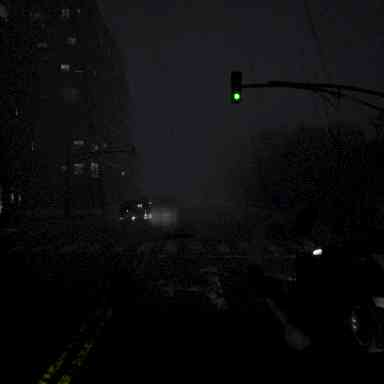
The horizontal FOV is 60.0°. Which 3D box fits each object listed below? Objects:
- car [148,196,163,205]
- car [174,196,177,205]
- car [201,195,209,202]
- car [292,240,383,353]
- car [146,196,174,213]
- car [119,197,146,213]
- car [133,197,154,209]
[{"bbox_3d":[-6.742,1.533,61.892,2.128,1.511,4.902,0,0,0],"label":"car"},{"bbox_3d":[-3.474,1.549,45.933,1.812,1.442,4.674,0,0,0],"label":"car"},{"bbox_3d":[3.024,1.536,78.523,1.882,1.535,5.008,0,0,0],"label":"car"},{"bbox_3d":[3.333,1.566,6.153,1.994,1.385,4.181,0,0,0],"label":"car"},{"bbox_3d":[-3.455,1.369,36.947,2.097,1.767,4.553,0,0,0],"label":"car"},{"bbox_3d":[-6.708,1.564,37.110,2.033,1.411,5.357,0,0,0],"label":"car"},{"bbox_3d":[-6.732,1.516,46.719,2.128,1.511,4.902,0,0,0],"label":"car"}]
